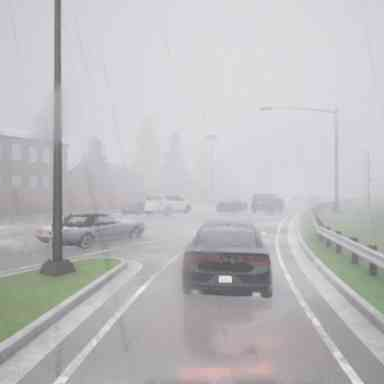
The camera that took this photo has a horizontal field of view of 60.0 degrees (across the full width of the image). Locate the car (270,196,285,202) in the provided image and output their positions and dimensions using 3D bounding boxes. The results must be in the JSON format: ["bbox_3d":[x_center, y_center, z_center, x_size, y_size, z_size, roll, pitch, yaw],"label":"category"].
[{"bbox_3d":[19.050,1.576,74.176,1.895,1.301,4.718,0,0,31],"label":"car"}]

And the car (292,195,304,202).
[{"bbox_3d":[24.353,1.481,76.247,1.837,1.490,4.892,0,0,31],"label":"car"}]

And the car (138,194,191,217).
[{"bbox_3d":[-2.223,1.211,31.392,2.150,2.045,5.566,0,0,31],"label":"car"}]

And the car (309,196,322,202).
[{"bbox_3d":[28.108,1.533,75.714,1.994,1.385,4.181,0,0,31],"label":"car"}]

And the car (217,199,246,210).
[{"bbox_3d":[4.403,1.468,35.685,1.882,1.535,5.008,0,0,31],"label":"car"}]

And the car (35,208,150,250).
[{"bbox_3d":[-4.143,1.597,14.479,1.895,1.301,4.718,0,0,31],"label":"car"}]

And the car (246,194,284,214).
[{"bbox_3d":[7.982,1.212,34.853,2.150,2.045,5.566,0,0,31],"label":"car"}]

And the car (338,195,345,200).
[{"bbox_3d":[37.916,1.531,85.351,1.994,1.385,4.181,0,0,31],"label":"car"}]

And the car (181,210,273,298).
[{"bbox_3d":[0.952,1.475,8.650,1.882,1.535,5.008,0,0,8],"label":"car"}]

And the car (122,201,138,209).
[{"bbox_3d":[-5.143,1.555,33.329,1.994,1.385,4.181,0,0,31],"label":"car"}]

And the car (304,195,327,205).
[{"bbox_3d":[21.434,1.337,57.445,2.097,1.767,4.553,0,0,31],"label":"car"}]
